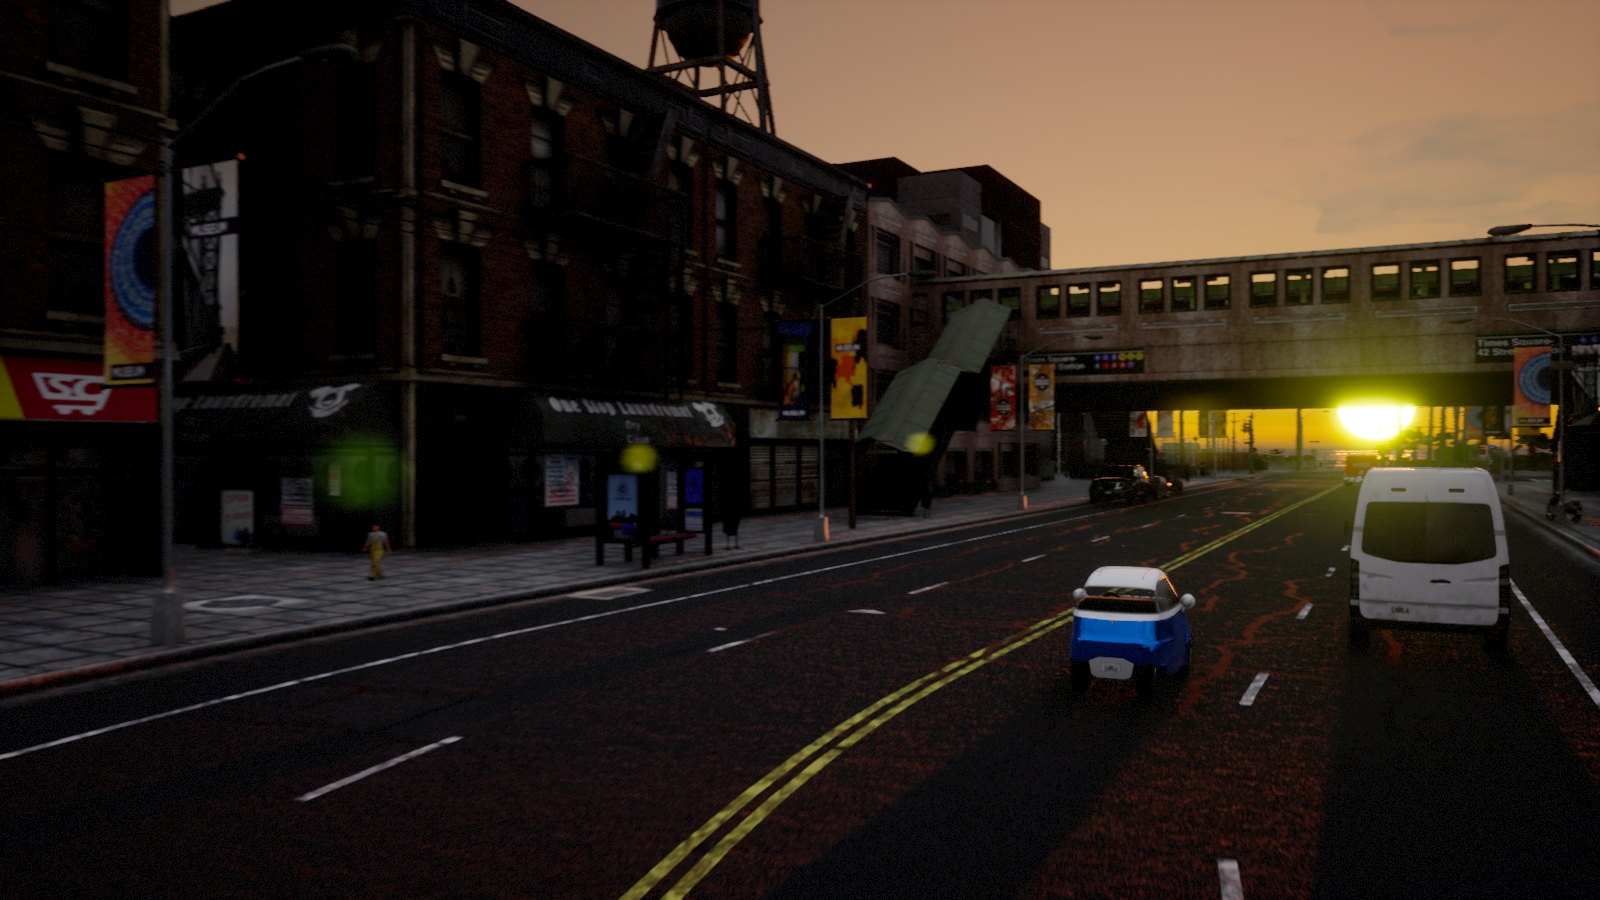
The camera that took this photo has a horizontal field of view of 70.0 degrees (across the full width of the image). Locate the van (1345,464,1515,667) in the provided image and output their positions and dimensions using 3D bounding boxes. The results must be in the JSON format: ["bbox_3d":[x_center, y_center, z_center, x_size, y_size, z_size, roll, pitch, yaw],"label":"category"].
[{"bbox_3d":[9.758,1.544,17.932,1.988,2.561,5.915,0,0,27],"label":"van"}]

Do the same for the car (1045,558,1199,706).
[{"bbox_3d":[3.956,2.125,13.868,1.481,1.376,2.207,0,0,24],"label":"car"}]

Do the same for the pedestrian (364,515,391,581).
[{"bbox_3d":[-8.538,1.972,23.103,0.375,1.300,0.375,0,0,10],"label":"pedestrian"}]
